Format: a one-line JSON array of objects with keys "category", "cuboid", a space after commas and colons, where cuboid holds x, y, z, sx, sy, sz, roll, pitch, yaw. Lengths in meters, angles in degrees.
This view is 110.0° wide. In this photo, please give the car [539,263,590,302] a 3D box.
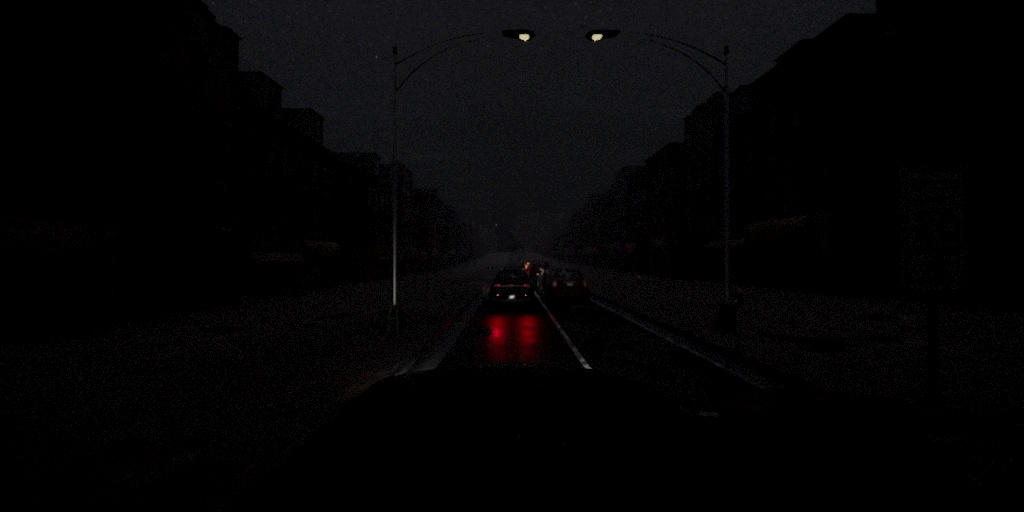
[{"category": "car", "cuboid": [2.633, 1.341, 18.143, 1.967, 1.591, 4.097, 0, 0, 0]}]

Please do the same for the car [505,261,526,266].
[{"category": "car", "cuboid": [-0.003, 1.495, 31.147, 1.837, 1.490, 4.892, 0, 0, 0]}]

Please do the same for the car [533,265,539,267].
[{"category": "car", "cuboid": [2.632, 1.495, 23.701, 2.007, 1.370, 4.403, 0, 0, 0]}]

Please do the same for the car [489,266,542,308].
[{"category": "car", "cuboid": [0.001, 1.377, 16.148, 2.128, 1.511, 4.902, 0, 0, 0]}]

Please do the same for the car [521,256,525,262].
[{"category": "car", "cuboid": [2.974, 1.350, 56.089, 2.097, 1.767, 4.553, 0, 0, 0]}]

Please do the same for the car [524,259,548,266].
[{"category": "car", "cuboid": [2.629, 1.316, 34.818, 2.192, 1.841, 5.009, 0, 0, 0]}]

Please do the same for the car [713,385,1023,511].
[{"category": "car", "cuboid": [2.638, 1.330, 1.482, 1.802, 1.307, 4.207, 0, 0, 0]}]
